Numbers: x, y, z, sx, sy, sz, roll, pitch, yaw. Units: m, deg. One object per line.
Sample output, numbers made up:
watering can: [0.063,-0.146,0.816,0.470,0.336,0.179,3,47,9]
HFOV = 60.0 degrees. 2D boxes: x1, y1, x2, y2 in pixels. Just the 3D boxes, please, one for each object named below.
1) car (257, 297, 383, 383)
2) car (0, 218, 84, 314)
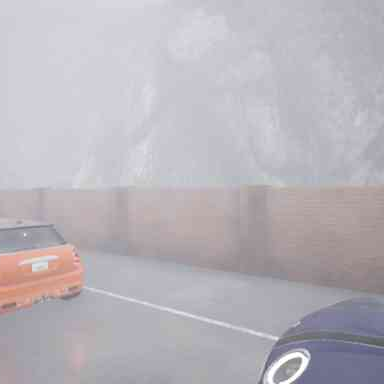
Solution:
car: [2.703,1.353,2.102,4.553,1.767,2.097,0,0,35]
car: [-4.433,1.347,7.159,4.553,1.767,2.097,0,0,36]
